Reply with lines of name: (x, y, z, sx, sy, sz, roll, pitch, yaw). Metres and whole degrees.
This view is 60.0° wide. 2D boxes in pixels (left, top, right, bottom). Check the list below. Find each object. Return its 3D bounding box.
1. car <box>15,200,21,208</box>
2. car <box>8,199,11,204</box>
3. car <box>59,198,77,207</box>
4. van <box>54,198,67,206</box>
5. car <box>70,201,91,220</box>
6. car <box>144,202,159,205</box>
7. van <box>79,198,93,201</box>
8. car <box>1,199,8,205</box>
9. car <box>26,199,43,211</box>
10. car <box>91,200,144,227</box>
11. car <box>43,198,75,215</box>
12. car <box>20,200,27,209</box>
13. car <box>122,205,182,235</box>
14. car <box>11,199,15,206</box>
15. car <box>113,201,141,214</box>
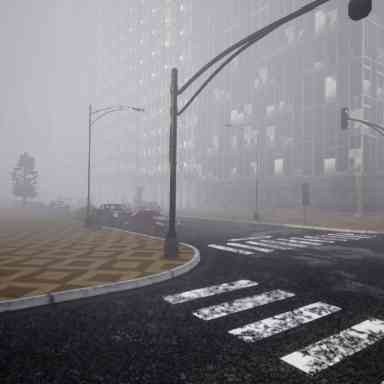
car: (-28.278, 2.062, 56.649, 1.887, 1.381, 4.507, 1, -1, -35)
car: (-34.791, 2.209, 65.965, 1.802, 1.307, 4.206, 1, -1, -35)
car: (-24.666, 2.036, 66.109, 2.192, 1.841, 5.009, 1, -1, -35)
van: (-27.921, 2.117, 70.767, 1.690, 1.788, 3.998, 1, -1, -35)
car: (-8.646, 1.713, 28.560, 1.752, 1.417, 4.829, 1, -1, -35)
car: (-5.130, 1.833, 38.158, 1.967, 1.590, 4.097, 1, -1, -35)
van: (-18.154, 1.953, 56.792, 1.690, 1.788, 3.998, 1, -1, -35)
car: (-41.302, 2.287, 75.282, 2.008, 1.369, 4.403, 1, -1, -35)
car: (-21.767, 1.959, 47.332, 2.008, 1.369, 4.403, 1, -1, -35)
car: (-5.487, 1.575, 24.042, 1.967, 1.590, 4.097, 1, -1, -35)
car: (-15.255, 1.739, 38.017, 1.967, 1.590, 4.097, 1, -1, -35)
car: (-25.023, 2.029, 51.990, 1.947, 1.339, 4.313, 1, -1, -35)
car: (-2.232, 1.662, 19.382, 1.802, 1.307, 4.206, 1, -1, -35)
car: (-31.535, 2.123, 61.307, 2.008, 1.369, 4.403, 1, -1, -35)
car: (-8.483, 1.974, 42.954, 1.752, 1.417, 4.829, 1, -1, -35)
